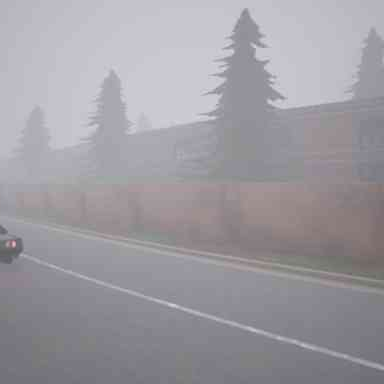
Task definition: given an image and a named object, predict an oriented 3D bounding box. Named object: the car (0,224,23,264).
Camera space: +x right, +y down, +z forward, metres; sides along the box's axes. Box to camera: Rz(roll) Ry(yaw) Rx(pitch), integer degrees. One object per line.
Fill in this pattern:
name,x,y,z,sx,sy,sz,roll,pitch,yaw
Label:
car,-6.974,1.431,10.136,4.718,1.301,1.895,1,1,43
